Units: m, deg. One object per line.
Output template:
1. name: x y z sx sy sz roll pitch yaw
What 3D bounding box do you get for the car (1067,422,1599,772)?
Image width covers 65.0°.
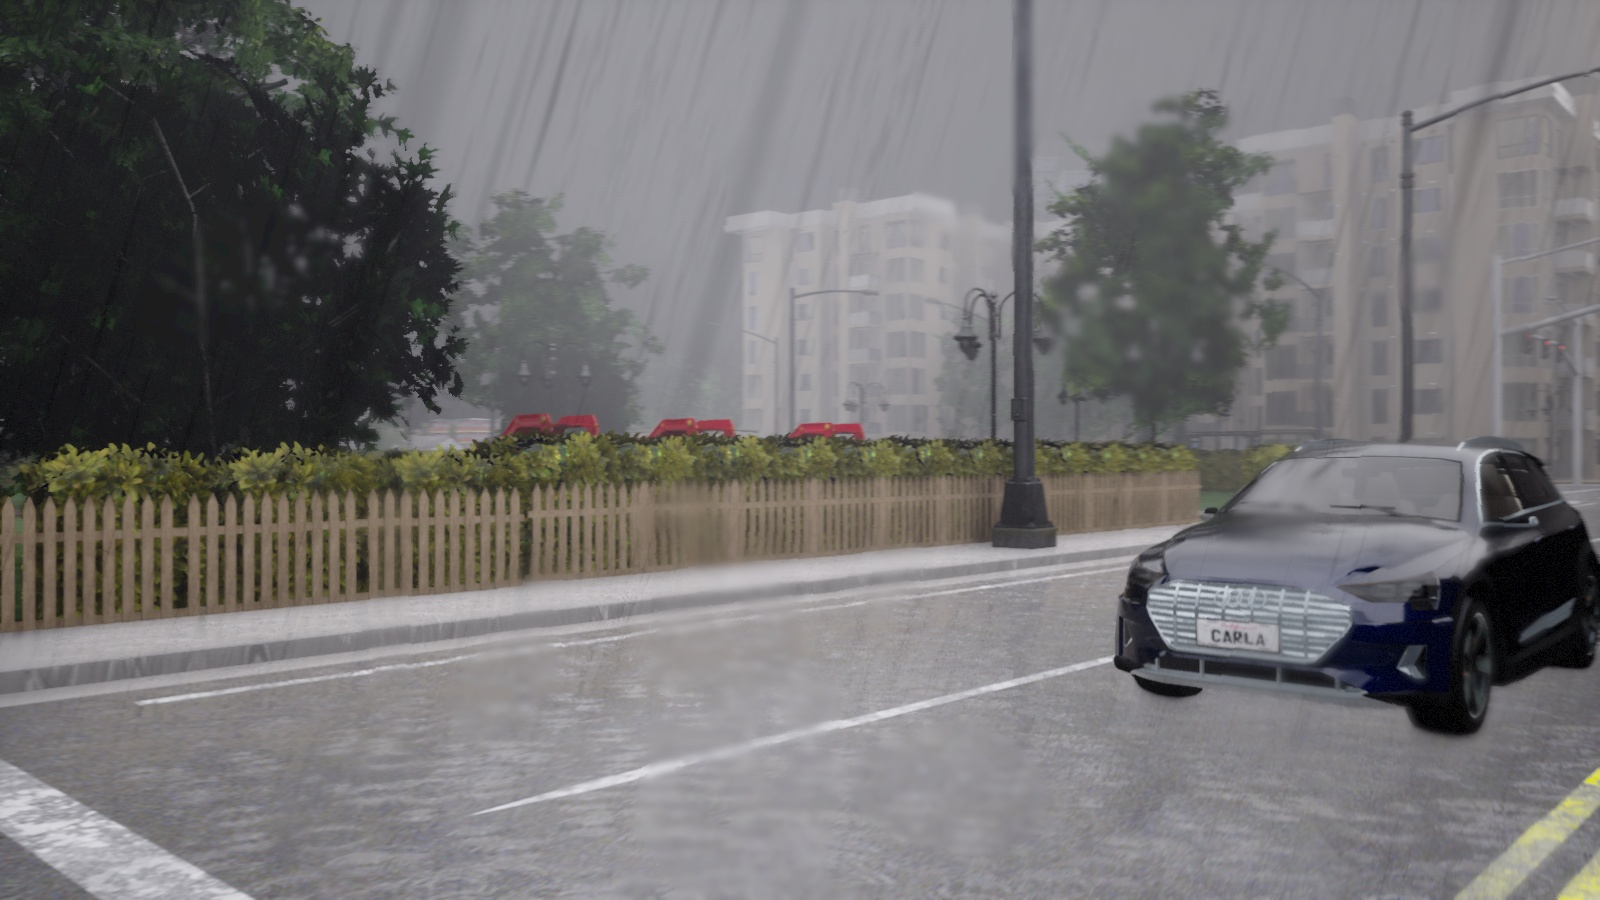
1. car: 3.944 0.701 8.394 2.033 1.649 4.856 0 0 43
